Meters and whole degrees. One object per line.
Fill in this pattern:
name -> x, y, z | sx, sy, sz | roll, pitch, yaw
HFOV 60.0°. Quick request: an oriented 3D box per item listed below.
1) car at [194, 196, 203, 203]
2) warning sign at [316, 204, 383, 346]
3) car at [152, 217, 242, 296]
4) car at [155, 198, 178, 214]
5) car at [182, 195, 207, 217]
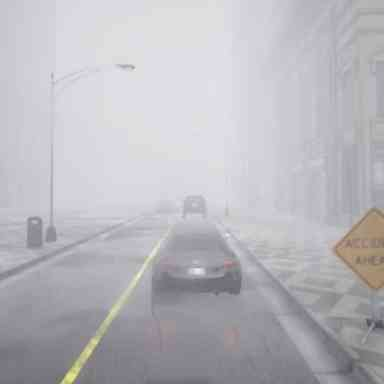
car -> 1.406, 1.701, 75.171 | 1.801, 1.575, 5.366 | 0, 0, 0
warning sign -> 2.726, 1.132, 4.983 | 1.300, 1.860, 1.060 | -1, -1, 0
car -> 0.115, 1.591, 8.785 | 1.994, 1.385, 4.181 | 0, 0, 1
car -> -2.927, 1.651, 36.587 | 2.033, 1.411, 5.357 | 0, 0, 0
car -> 0.247, 1.311, 31.790 | 2.150, 2.045, 5.566 | 0, 0, 0
